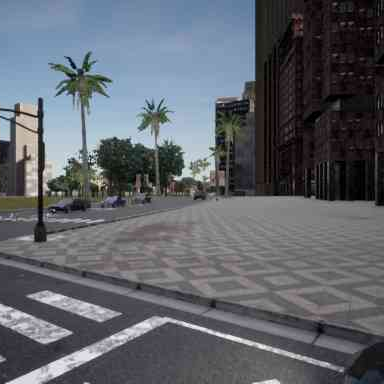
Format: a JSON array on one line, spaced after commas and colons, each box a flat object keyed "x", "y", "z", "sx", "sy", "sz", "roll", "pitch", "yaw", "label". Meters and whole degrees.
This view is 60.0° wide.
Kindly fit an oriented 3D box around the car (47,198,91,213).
[{"x": -12.435, "y": 1.363, "z": 34.170, "sx": 2.033, "sy": 1.411, "sz": 5.357, "roll": 0, "pitch": 0, "yaw": 14, "label": "car"}]

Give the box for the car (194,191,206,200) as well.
[{"x": 1.707, "y": 0.692, "z": 71.364, "sx": 2.150, "sy": 2.045, "sz": 5.566, "roll": 0, "pitch": 1, "yaw": 8, "label": "car"}]

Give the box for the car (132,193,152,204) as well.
[{"x": -8.088, "y": 0.995, "z": 53.645, "sx": 2.097, "sy": 1.767, "sz": 4.553, "roll": 0, "pitch": 1, "yaw": 11, "label": "car"}]

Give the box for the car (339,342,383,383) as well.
[{"x": 3.208, "y": 1.505, "z": 1.422, "sx": 4.892, "sy": 1.490, "sz": 1.837, "roll": 0, "pitch": 0, "yaw": 34, "label": "car"}]

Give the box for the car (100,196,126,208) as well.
[{"x": -10.213, "y": 1.260, "z": 43.564, "sx": 1.812, "sy": 1.442, "sz": 4.674, "roll": 0, "pitch": 1, "yaw": 13, "label": "car"}]
